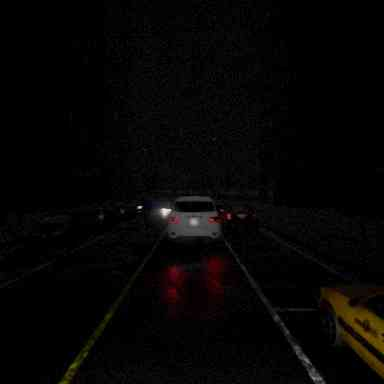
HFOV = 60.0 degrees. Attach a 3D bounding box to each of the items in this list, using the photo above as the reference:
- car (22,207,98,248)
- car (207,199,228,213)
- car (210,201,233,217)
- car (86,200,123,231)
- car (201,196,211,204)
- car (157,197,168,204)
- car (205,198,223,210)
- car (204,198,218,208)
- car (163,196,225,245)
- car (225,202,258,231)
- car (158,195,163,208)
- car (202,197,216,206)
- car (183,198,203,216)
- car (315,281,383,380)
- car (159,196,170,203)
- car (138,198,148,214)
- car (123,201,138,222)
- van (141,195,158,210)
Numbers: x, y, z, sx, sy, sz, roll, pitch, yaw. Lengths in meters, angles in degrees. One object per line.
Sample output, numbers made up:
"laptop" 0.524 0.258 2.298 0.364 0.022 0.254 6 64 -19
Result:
"car" -5.769 1.562 14.598 1.802 1.307 4.206 0 0 0
"car" 2.751 1.541 37.246 2.008 1.369 4.403 0 0 0
"car" 2.752 1.567 31.576 1.802 1.307 4.206 0 0 0
"car" -5.771 1.419 20.265 1.967 1.590 4.097 0 0 0
"car" 2.744 1.600 65.591 1.887 1.381 4.507 -1 0 0
"car" -5.780 1.622 65.620 1.947 1.339 4.313 -1 0 0
"car" 2.750 1.548 42.915 2.008 1.369 4.403 0 0 0
"car" 2.749 1.588 48.583 1.802 1.307 4.206 -1 0 0
"car" 0.086 1.202 15.425 2.150 2.045 5.566 0 0 0
"car" 2.753 1.419 20.237 1.967 1.590 4.097 0 0 0
"car" -3.092 1.494 46.764 2.128 1.511 4.902 0 0 0
"car" 2.747 1.569 54.252 2.008 1.369 4.403 -1 0 0
"car" 0.088 1.465 33.897 1.882 1.535 5.008 0 0 0
"car" 2.758 1.518 3.400 1.752 1.417 4.829 0 0 0
"car" -5.781 1.630 71.289 2.008 1.369 4.403 -1 0 0
"car" -5.773 1.536 31.605 2.008 1.369 4.403 0 0 0
"car" -5.773 1.421 25.936 1.967 1.590 4.097 0 0 0
"van" -5.777 1.338 42.944 1.690 1.788 3.998 0 0 0
